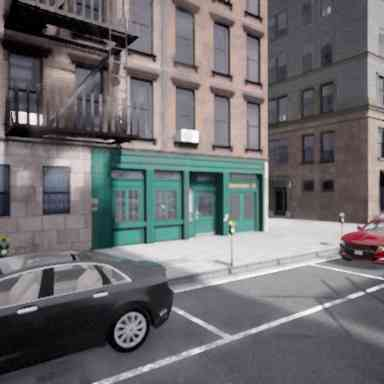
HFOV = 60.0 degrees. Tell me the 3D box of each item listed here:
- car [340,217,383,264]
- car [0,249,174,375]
[{"bbox_3d":[6.640,1.504,10.931,4.507,1.381,1.887,0,0,-36],"label":"car"},{"bbox_3d":[-2.331,1.549,4.527,4.403,1.369,2.008,0,0,-36],"label":"car"}]
